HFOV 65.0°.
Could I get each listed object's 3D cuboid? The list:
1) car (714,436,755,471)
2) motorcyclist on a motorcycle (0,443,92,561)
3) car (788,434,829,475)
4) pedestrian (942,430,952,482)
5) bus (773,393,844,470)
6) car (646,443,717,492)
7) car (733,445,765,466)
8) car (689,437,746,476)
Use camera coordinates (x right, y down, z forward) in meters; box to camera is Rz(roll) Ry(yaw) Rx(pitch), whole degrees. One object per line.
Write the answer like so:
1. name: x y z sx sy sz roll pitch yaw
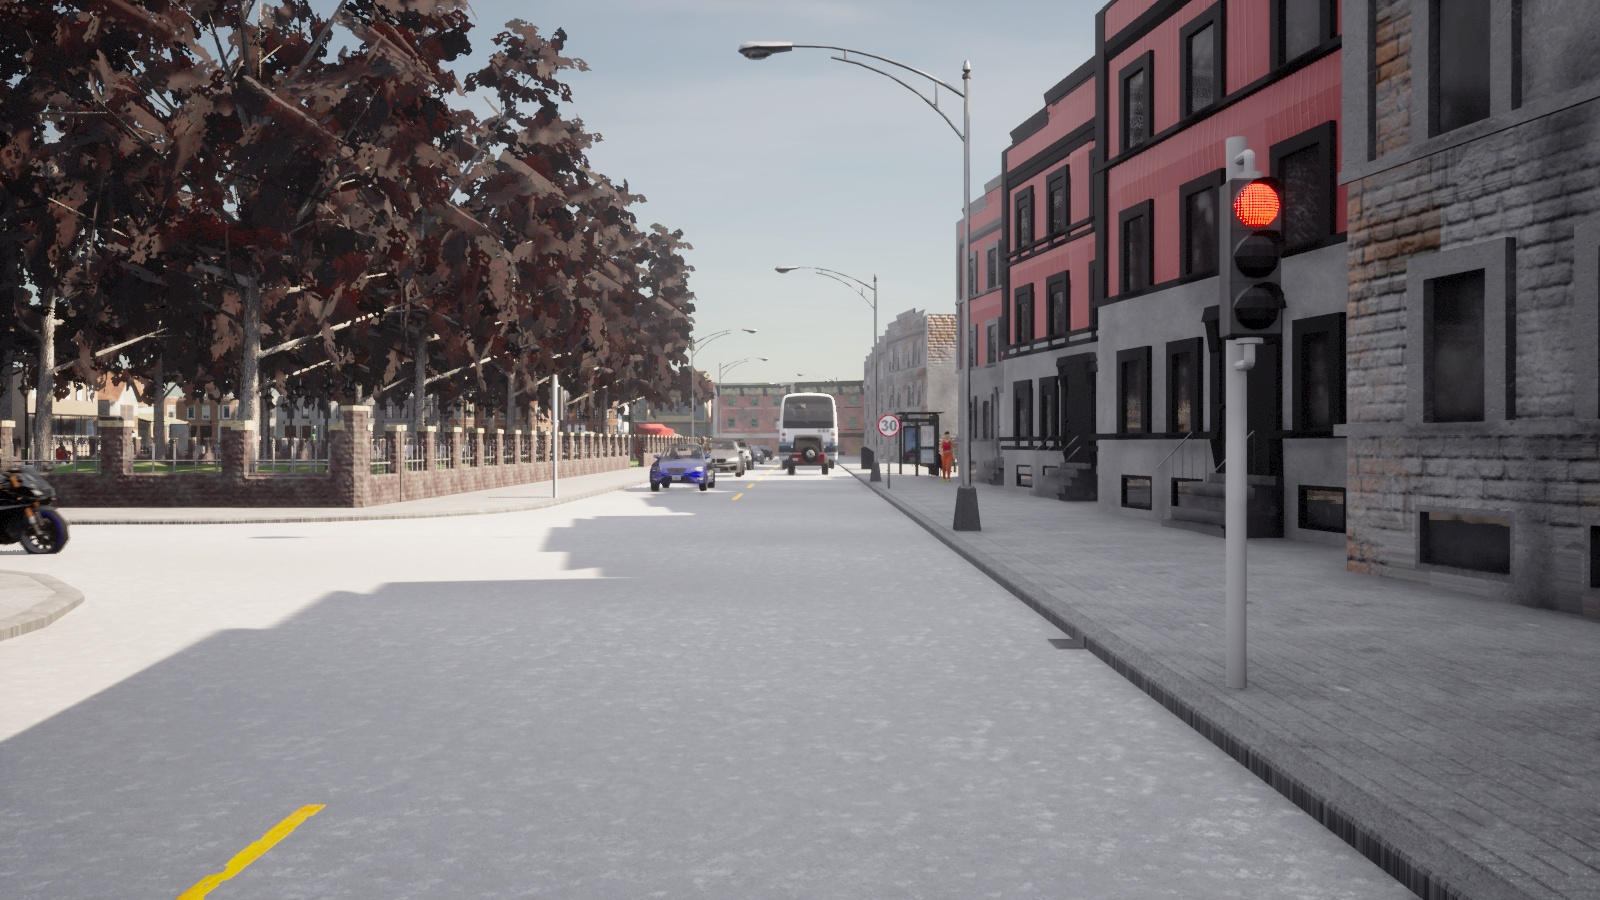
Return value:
1. car: -3.545 0.173 68.629 1.932 1.855 4.605 0 0 0
2. motorcyclist on a motorcycle: -10.841 0.678 16.865 2.191 1.530 0.866 0 0 2
3. car: 0.398 0.205 59.812 1.905 1.878 3.866 0 0 0
4. pedestrian: 5.177 0.211 44.212 0.345 1.836 0.594 0 0 5
5. bus: 0.495 -1.052 74.829 3.944 4.253 10.273 0 0 0
6. car: -3.717 0.530 40.145 1.816 1.474 4.193 0 0 1
7. car: -3.446 0.326 85.344 1.994 1.385 4.181 0 0 0
8. car: -3.627 0.270 56.252 2.242 1.667 4.611 0 0 0
